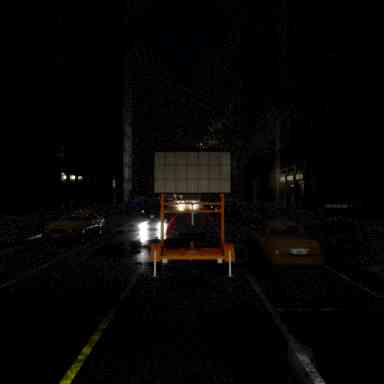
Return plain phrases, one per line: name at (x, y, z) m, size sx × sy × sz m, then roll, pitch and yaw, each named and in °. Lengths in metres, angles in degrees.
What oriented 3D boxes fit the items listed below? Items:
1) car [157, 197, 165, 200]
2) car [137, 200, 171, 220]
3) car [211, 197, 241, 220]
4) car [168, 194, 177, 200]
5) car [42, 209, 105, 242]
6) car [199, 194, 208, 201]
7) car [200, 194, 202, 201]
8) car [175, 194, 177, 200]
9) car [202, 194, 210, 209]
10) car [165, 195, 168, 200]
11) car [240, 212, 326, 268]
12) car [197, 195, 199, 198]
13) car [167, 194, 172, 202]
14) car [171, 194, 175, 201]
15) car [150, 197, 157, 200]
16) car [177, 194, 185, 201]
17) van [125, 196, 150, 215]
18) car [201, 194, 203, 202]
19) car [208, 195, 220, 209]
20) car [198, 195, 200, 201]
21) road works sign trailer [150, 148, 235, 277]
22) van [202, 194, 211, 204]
car at (-5.590, 1.458, 50.386) m, size 1.967 × 1.590 × 4.097 m, roll 0°, pitch 0°, yaw 0°
car at (-3.059, 1.591, 27.821) m, size 1.895 × 1.301 × 4.718 m, roll 0°, pitch 0°, yaw 0°
car at (2.901, 1.431, 27.802) m, size 1.967 × 1.590 × 4.097 m, roll 0°, pitch 0°, yaw 0°
car at (-5.523, 1.461, 95.471) m, size 2.192 × 1.841 × 5.009 m, roll 0°, pitch 0°, yaw 0°
car at (-5.642, 1.519, 16.344) m, size 1.752 × 1.417 × 4.829 m, roll 0°, pitch 0°, yaw 1°
car at (2.994, 1.434, 89.836) m, size 2.192 × 1.841 × 5.009 m, roll 0°, pitch 0°, yaw 0°
car at (2.953, 1.479, 61.638) m, size 1.967 × 1.590 × 4.097 m, roll 0°, pitch 0°, yaw 0°
car at (-5.540, 1.411, 84.218) m, size 2.192 × 1.841 × 5.009 m, roll 0°, pitch 0°, yaw 0°
car at (2.927, 1.323, 44.720) m, size 2.192 × 1.841 × 5.009 m, roll 0°, pitch 0°, yaw 0°
car at (-5.582, 1.573, 56.024) m, size 1.887 × 1.381 × 4.507 m, roll 0°, pitch 0°, yaw 0°
car at (2.883, 1.521, 11.086) m, size 1.752 × 1.417 × 4.829 m, roll 0°, pitch 0°, yaw 1°
car at (2.985, 1.662, 84.195) m, size 1.947 × 1.339 × 4.313 m, roll 0°, pitch 0°, yaw 0°
car at (-5.564, 1.632, 67.303) m, size 1.802 × 1.307 × 4.206 m, roll 0°, pitch 0°, yaw 0°
car at (-5.548, 1.601, 78.410) m, size 1.752 × 1.417 × 4.829 m, roll 0°, pitch 0°, yaw 0°
car at (-5.607, 1.565, 39.107) m, size 1.947 × 1.339 × 4.313 m, roll 0°, pitch 0°, yaw 0°
car at (-2.870, 1.593, 85.511) m, size 2.128 × 1.511 × 4.902 m, roll 0°, pitch 0°, yaw 0°
van at (-5.615, 1.335, 33.469) m, size 1.690 × 1.788 × 3.998 m, roll 0°, pitch 0°, yaw 0°
car at (2.935, 1.333, 50.359) m, size 2.192 × 1.841 × 5.009 m, roll 0°, pitch 0°, yaw 0°
car at (2.910, 1.434, 33.440) m, size 1.967 × 1.590 × 4.097 m, roll 0°, pitch 0°, yaw 0°
car at (2.977, 1.658, 78.557) m, size 1.802 × 1.307 × 4.206 m, roll 0°, pitch 0°, yaw 0°
road works sign trailer at (0.016, 0.461, 10.200) m, size 2.380 × 3.560 × 2.880 m, roll 0°, pitch 0°, yaw 0°
van at (2.961, 1.391, 67.278) m, size 1.690 × 1.788 × 3.998 m, roll 0°, pitch 0°, yaw 0°
